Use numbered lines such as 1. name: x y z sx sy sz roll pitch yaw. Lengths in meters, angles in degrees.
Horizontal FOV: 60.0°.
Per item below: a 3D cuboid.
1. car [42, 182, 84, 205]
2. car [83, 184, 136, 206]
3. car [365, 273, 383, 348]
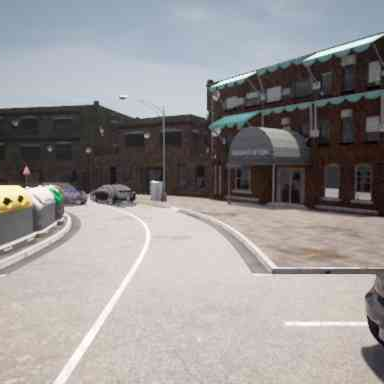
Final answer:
1. car: -10.023 0.076 25.480 4.553 1.767 2.097 3 5 37
2. car: -6.349 0.140 26.390 2.128 1.511 4.902 -4 6 -42
3. car: 4.640 1.398 3.803 4.892 1.521 2.231 0 2 0
